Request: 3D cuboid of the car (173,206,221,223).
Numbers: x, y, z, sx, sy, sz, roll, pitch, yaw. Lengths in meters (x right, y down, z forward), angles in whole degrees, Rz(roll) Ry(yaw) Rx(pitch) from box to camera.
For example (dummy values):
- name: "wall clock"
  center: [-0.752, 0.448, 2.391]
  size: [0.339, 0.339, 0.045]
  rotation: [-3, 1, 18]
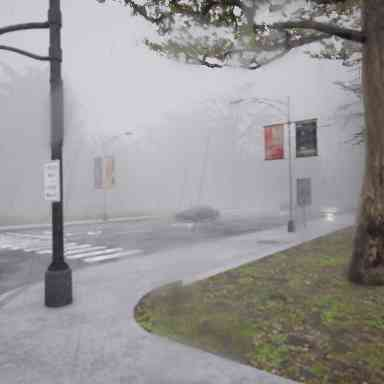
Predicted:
- name: "car"
  center: [0.587, 1.938, 29.803]
  size: [2.033, 1.411, 5.357]
  rotation: [-2, -2, 36]

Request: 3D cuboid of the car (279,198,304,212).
- name: "car"
  center: [14.945, 1.854, 49.501]
  size: [2.150, 2.045, 5.566]
  rotation: [-2, -2, 36]
